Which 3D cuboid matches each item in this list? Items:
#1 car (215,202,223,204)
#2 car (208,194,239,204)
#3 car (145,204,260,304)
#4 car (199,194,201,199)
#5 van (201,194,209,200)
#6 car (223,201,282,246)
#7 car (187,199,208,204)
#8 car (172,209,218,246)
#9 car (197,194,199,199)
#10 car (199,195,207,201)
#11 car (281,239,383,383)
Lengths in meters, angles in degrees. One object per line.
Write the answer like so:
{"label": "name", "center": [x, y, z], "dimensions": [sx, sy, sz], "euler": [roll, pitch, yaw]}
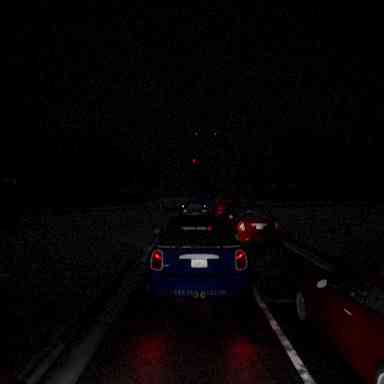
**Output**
{"label": "car", "center": [2.683, 1.532, 20.422], "dimensions": [1.947, 1.339, 4.313], "euler": [-1, 0, 0]}
{"label": "car", "center": [2.694, 1.276, 25.824], "dimensions": [2.192, 1.841, 5.009], "euler": [-1, 0, 0]}
{"label": "car", "center": [0.101, 1.336, 8.286], "dimensions": [2.097, 1.767, 4.553], "euler": [0, 0, -1]}
{"label": "car", "center": [2.776, 1.261, 57.592], "dimensions": [2.192, 1.841, 5.009], "euler": [-1, 0, 0]}
{"label": "van", "center": [2.762, 1.287, 52.186], "dimensions": [1.690, 1.788, 3.998], "euler": [-1, 0, 0]}
{"label": "car", "center": [2.667, 1.414, 15.020], "dimensions": [1.967, 1.590, 4.097], "euler": [-1, 0, 0]}
{"label": "car", "center": [0.171, 1.524, 26.123], "dimensions": [1.994, 1.385, 4.181], "euler": [0, 0, -1]}
{"label": "car", "center": [0.137, 1.573, 16.111], "dimensions": [1.895, 1.301, 4.718], "euler": [0, 0, 0]}
{"label": "car", "center": [2.836, 1.509, 79.218], "dimensions": [2.008, 1.369, 4.403], "euler": [-1, 0, 0]}
{"label": "car", "center": [2.849, 1.509, 84.624], "dimensions": [1.887, 1.381, 4.507], "euler": [-1, 0, 0]}
{"label": "car", "center": [2.641, 1.573, 4.215], "dimensions": [1.802, 1.307, 4.206], "euler": [-1, 0, 0]}
